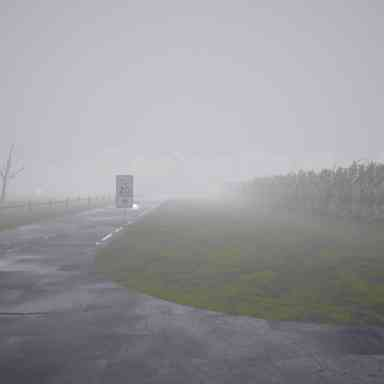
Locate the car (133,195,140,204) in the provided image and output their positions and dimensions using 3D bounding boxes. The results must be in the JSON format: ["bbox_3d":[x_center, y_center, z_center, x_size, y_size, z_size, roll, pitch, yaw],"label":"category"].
[{"bbox_3d":[-9.423,1.145,52.368,1.895,1.301,4.718,1,0,-2],"label":"car"}]
